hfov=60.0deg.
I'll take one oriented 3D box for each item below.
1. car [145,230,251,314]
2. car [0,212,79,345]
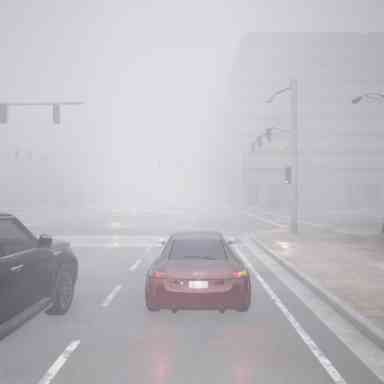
[{"bbox_3d":[0.113,1.564,7.723,1.994,1.385,4.181,0,0,0],"label":"car"},{"bbox_3d":[-3.397,1.221,4.398,2.150,2.045,5.566,0,0,1],"label":"car"}]
